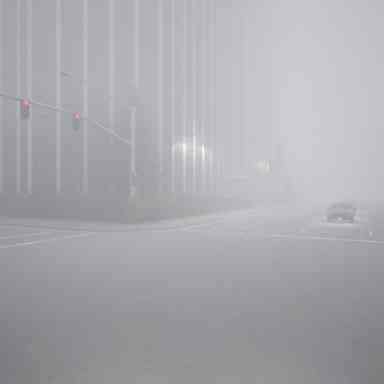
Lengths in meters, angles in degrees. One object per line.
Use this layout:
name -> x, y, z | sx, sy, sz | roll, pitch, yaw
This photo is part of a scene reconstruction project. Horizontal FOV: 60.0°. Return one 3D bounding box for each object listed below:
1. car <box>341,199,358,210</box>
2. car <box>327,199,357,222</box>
car -> 20.933, 1.601, 44.222 | 1.895, 1.301, 4.718 | 0, 0, 27
car -> 11.890, 1.547, 26.443 | 2.033, 1.411, 5.357 | 0, 0, 27
